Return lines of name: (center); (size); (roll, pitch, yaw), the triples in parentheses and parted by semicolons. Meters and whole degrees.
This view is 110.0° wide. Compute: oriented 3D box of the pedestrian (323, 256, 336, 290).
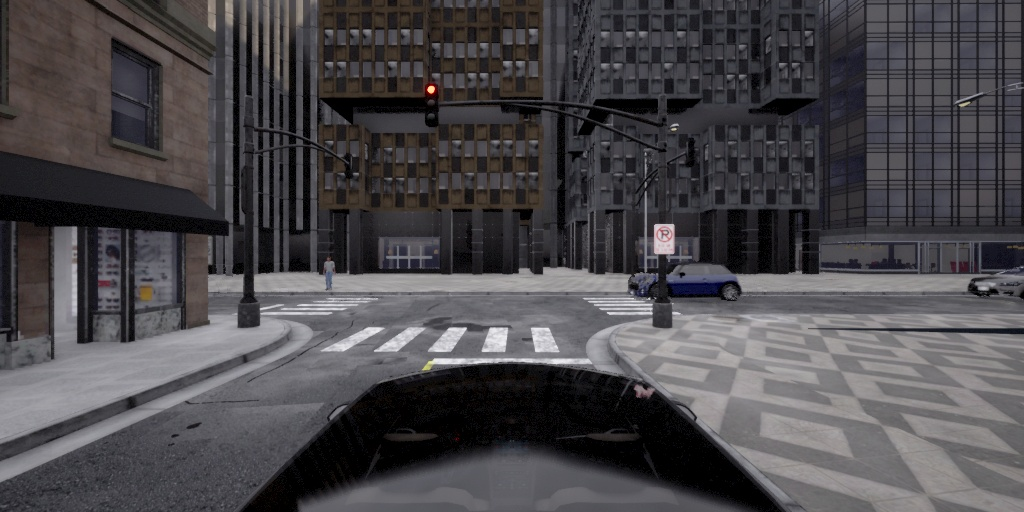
pedestrian: (-9.929, 0.902, 19.476); (0.375, 1.860, 0.375); (0, 0, 0)

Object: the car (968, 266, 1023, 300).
car: (23.797, 1.206, 16.211); (4.902, 1.511, 2.128); (0, 0, 0)

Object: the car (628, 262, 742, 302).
car: (7.729, 1.089, 16.321); (4.553, 1.767, 2.097); (0, 0, 0)
